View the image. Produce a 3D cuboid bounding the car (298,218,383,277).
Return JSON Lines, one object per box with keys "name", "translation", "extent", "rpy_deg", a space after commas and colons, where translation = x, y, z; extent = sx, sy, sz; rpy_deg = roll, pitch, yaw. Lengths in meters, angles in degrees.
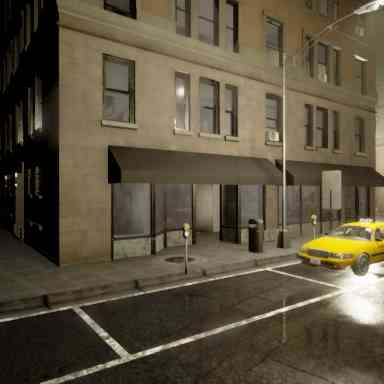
{"name": "car", "translation": [5.253, 1.526, 10.273], "extent": [4.829, 1.417, 1.752], "rpy_deg": [0, 0, -35]}
